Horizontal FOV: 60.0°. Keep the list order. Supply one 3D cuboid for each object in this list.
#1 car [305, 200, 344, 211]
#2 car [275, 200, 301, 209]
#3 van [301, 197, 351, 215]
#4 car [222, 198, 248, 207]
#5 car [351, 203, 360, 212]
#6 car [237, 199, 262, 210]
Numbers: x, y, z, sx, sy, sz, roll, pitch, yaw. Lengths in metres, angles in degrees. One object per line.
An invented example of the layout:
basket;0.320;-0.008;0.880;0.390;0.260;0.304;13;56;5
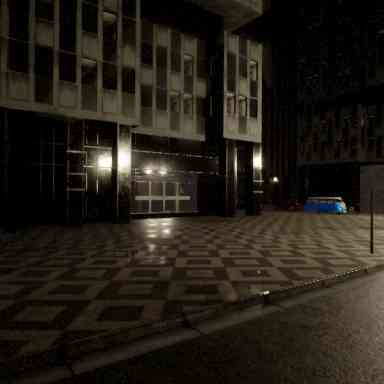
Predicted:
car;17.328;1.750;43.697;2.008;1.369;4.403;0;0;-36
car;14.042;1.820;48.291;1.802;1.307;4.206;0;0;-36
van;13.687;1.426;34.137;1.690;1.788;3.998;0;0;-36
car;7.369;1.841;57.617;1.752;1.417;4.829;0;0;-36
car;20.615;1.726;39.103;1.947;1.339;4.313;0;0;-36
car;7.114;1.708;43.324;1.887;1.381;4.507;0;0;-36
